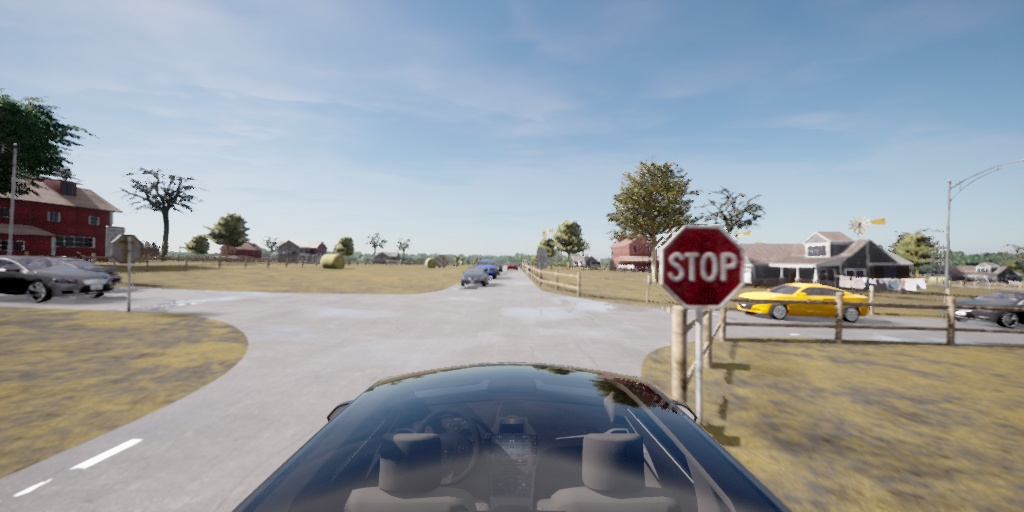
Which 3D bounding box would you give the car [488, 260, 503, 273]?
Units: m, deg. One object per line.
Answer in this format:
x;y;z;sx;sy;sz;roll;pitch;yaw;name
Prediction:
-2.706;1.715;60.230;2.150;2.045;5.566;0;-1;1;car

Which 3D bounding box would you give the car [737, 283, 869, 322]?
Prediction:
12.576;1.937;15.685;5.008;1.535;1.882;2;-1;-2;car

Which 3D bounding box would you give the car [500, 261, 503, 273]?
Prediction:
-2.781;1.703;49.533;2.097;1.767;4.553;0;-1;0;car

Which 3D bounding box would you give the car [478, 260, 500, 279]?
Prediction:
-2.797;1.440;39.356;2.150;2.045;5.566;0;-1;0;car

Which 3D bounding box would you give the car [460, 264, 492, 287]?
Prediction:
-2.835;1.601;28.011;1.812;1.442;4.674;0;-1;1;car

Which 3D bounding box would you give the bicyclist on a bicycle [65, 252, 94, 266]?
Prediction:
-22.600;0.608;18.785;0.582;1.620;1.656;2;-1;0;bicyclist on a bicycle

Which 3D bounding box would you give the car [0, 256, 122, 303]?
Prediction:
-17.244;0.761;12.798;4.902;1.511;2.128;2;-1;0;car

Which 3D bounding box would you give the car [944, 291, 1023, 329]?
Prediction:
22.112;2.331;15.736;4.902;1.511;2.128;2;-1;0;car

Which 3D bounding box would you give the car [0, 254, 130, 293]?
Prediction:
-20.642;0.727;15.796;5.357;1.411;2.033;2;-1;-1;car
